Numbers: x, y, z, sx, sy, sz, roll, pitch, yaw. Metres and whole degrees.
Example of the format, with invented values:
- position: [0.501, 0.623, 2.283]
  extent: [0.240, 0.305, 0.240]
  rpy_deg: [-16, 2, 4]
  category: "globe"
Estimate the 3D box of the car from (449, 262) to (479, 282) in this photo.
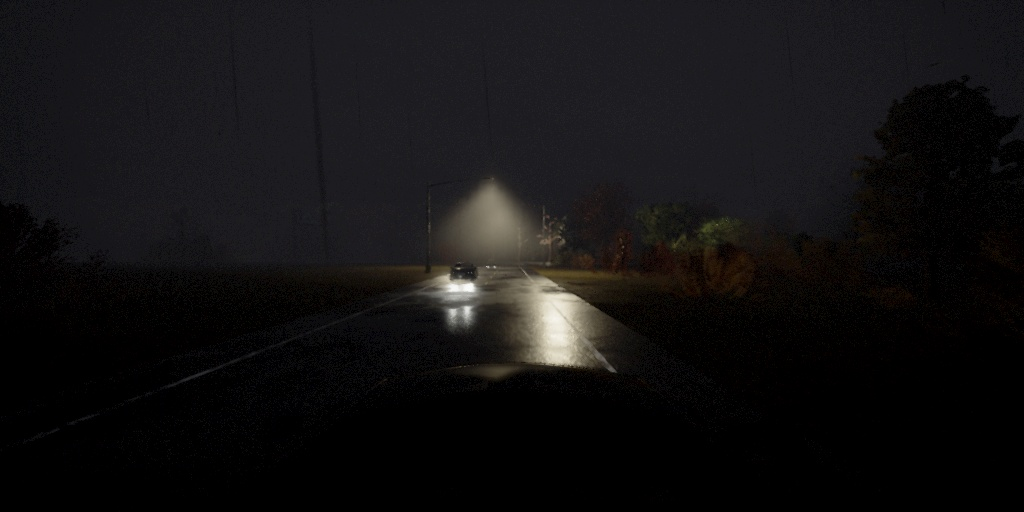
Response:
- position: [-3.729, 1.230, 28.345]
  extent: [2.128, 1.511, 4.902]
  rpy_deg: [0, 0, 0]
  category: "car"
